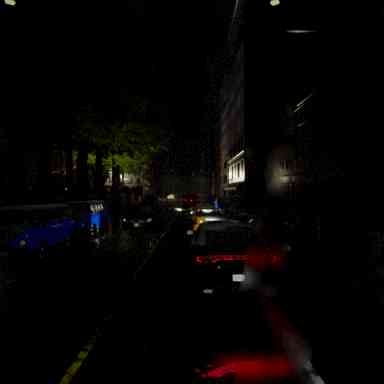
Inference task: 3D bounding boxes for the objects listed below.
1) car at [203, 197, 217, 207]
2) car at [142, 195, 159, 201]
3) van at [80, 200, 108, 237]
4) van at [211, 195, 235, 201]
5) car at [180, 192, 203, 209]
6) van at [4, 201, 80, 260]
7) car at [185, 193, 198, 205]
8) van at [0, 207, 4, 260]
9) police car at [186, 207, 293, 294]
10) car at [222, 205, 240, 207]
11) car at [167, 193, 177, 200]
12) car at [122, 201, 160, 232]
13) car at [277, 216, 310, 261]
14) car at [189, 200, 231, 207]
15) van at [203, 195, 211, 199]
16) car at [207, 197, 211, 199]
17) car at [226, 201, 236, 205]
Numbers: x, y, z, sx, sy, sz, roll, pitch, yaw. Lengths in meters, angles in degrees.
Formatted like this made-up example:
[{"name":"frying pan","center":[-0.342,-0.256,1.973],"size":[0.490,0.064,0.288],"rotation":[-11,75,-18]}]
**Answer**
[{"name":"car","center":[2.792,1.518,51.776],"size":[1.947,1.339,4.313],"rotation":[0,0,0]},{"name":"car","center":[-5.726,1.276,46.064],"size":[2.192,1.841,5.009],"rotation":[0,0,0]},{"name":"van","center":[-5.692,1.334,17.775],"size":[1.690,1.788,3.998],"rotation":[0,0,0]},{"name":"van","center":[2.819,1.324,29.134],"size":[1.690,1.788,3.998],"rotation":[0,0,0]},{"name":"car","center":[-0.053,1.185,44.775],"size":[2.150,2.045,5.566],"rotation":[0,0,0]},{"name":"van","center":[-5.686,1.338,12.117],"size":[1.690,1.788,3.998],"rotation":[0,0,0]},{"name":"car","center":[-0.074,1.160,59.370],"size":[2.150,2.045,5.566],"rotation":[0,0,0]},{"name":"van","center":[-5.678,1.340,6.459],"size":[1.690,1.788,3.998],"rotation":[0,0,0]},{"name":"police car","center":[0.889,1.423,8.893],"size":[1.930,1.638,5.238],"rotation":[0,0,0]},{"name":"car","center":[2.834,1.575,17.813],"size":[1.802,1.307,4.206],"rotation":[0,0,0]},{"name":"car","center":[-5.781,1.403,89.583],"size":[1.752,1.417,4.829],"rotation":[0,0,0]},{"name":"car","center":[-3.025,1.517,20.385],"size":[1.812,1.442,4.674],"rotation":[0,0,0]},{"name":"car","center":[2.841,1.541,12.153],"size":[1.887,1.381,4.507],"rotation":[0,0,0]},{"name":"car","center":[0.876,1.448,18.973],"size":[1.801,1.575,5.366],"rotation":[0,0,0]},{"name":"van","center":[2.798,1.303,46.115],"size":[1.690,1.788,3.998],"rotation":[0,0,0]},{"name":"car","center":[2.813,1.522,34.795],"size":[1.887,1.381,4.507],"rotation":[0,0,0]},{"name":"car","center":[2.826,1.571,23.474],"size":[1.802,1.307,4.206],"rotation":[0,0,0]}]
